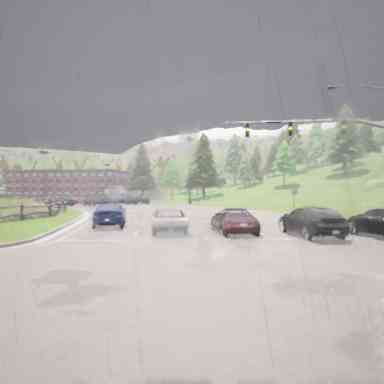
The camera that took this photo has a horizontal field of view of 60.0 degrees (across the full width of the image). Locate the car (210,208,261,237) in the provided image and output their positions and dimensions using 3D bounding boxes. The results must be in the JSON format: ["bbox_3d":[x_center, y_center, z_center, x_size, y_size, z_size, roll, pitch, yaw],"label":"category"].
[{"bbox_3d":[2.246,1.550,18.070,1.994,1.385,4.181,0,0,-7],"label":"car"}]

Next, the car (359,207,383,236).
[{"bbox_3d":[9.515,1.478,16.176,1.837,1.490,4.892,0,0,-6],"label":"car"}]

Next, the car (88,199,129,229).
[{"bbox_3d":[-5.361,1.477,21.929,1.882,1.535,5.008,0,0,-9],"label":"car"}]

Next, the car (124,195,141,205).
[{"bbox_3d":[-11.735,1.345,58.378,4.553,1.767,2.097,0,0,41],"label":"car"}]

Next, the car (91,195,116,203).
[{"bbox_3d":[-18.000,1.445,67.389,4.902,1.511,2.128,0,0,30],"label":"car"}]

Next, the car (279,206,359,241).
[{"bbox_3d":[5.936,1.484,16.731,1.837,1.490,4.892,0,0,-6],"label":"car"}]

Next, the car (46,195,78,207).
[{"bbox_3d":[-20.272,1.518,51.904,4.892,1.490,1.837,0,0,37],"label":"car"}]

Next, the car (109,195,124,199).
[{"bbox_3d":[-13.831,1.562,55.550,4.181,1.385,1.994,0,0,41],"label":"car"}]

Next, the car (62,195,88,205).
[{"bbox_3d":[-21.648,1.363,61.416,4.553,1.767,2.097,0,0,30],"label":"car"}]

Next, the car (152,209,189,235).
[{"bbox_3d":[-1.346,1.594,18.861,1.895,1.301,4.718,0,0,-7],"label":"car"}]

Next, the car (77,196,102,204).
[{"bbox_3d":[-19.837,1.487,64.410,4.892,1.490,1.837,0,0,30],"label":"car"}]

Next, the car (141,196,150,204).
[{"bbox_3d":[-9.798,1.492,61.339,4.892,1.490,1.837,0,0,41],"label":"car"}]

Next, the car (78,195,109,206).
[{"bbox_3d":[-15.610,1.508,52.432,4.892,1.490,1.837,0,0,44],"label":"car"}]
